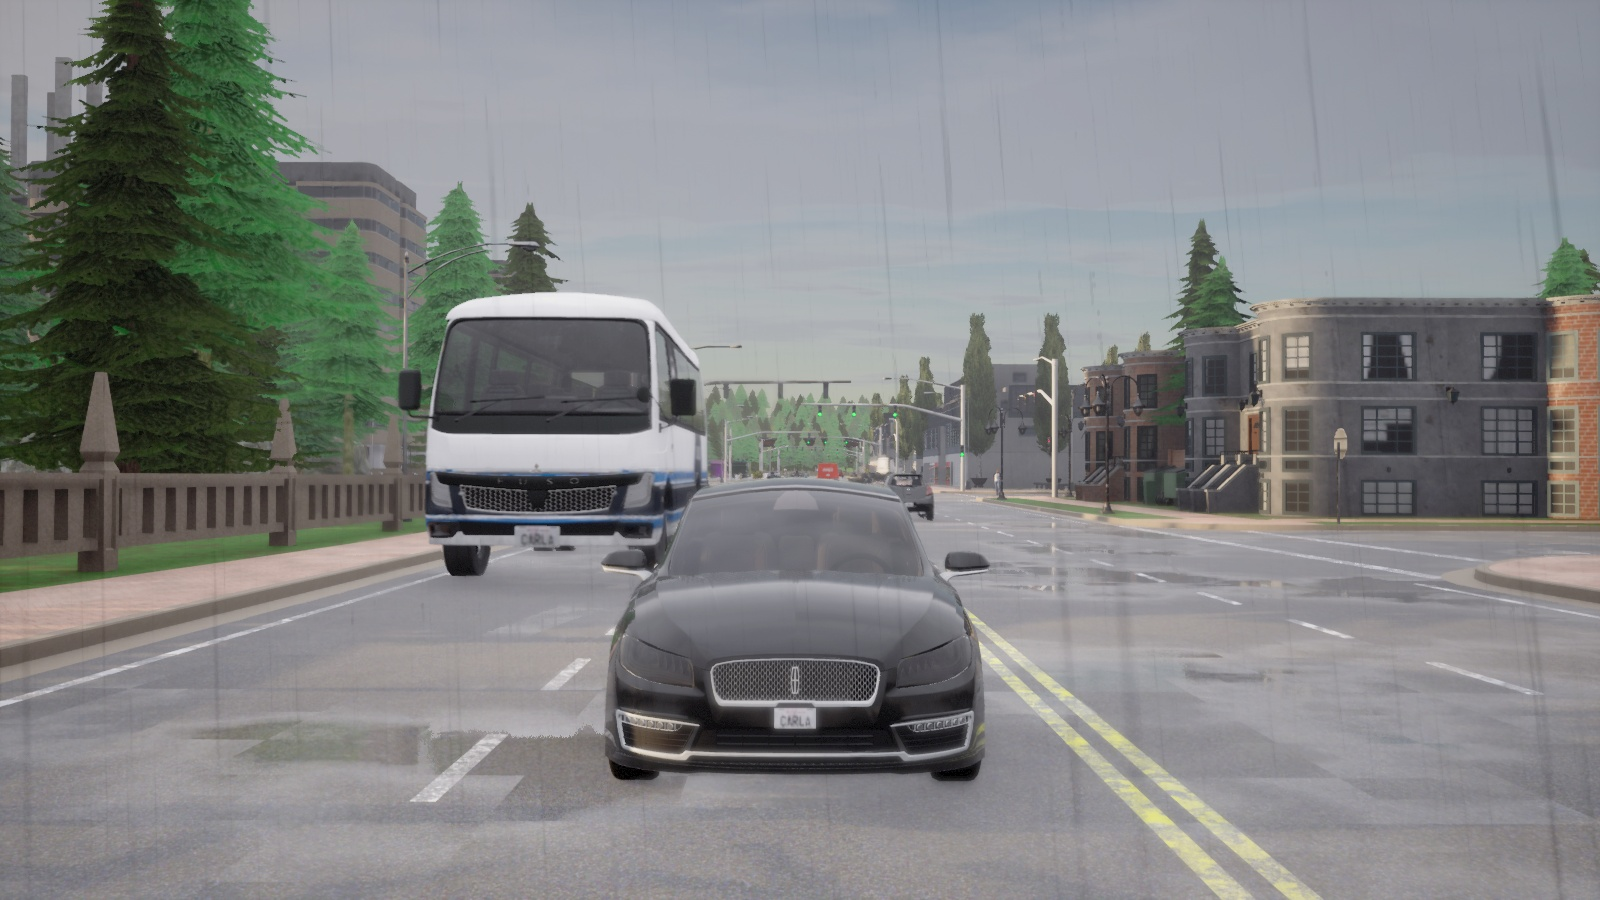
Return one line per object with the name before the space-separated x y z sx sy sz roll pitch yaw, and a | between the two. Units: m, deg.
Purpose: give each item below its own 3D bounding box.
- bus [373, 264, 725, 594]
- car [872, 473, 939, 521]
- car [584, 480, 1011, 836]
bus | -3.555 -0.190 21.369 3.944 4.253 10.273 0 -1 0
car | 3.404 1.503 41.080 1.845 1.501 3.633 0 -1 0
car | -0.018 0.951 7.864 1.837 1.490 4.892 0 -1 0
